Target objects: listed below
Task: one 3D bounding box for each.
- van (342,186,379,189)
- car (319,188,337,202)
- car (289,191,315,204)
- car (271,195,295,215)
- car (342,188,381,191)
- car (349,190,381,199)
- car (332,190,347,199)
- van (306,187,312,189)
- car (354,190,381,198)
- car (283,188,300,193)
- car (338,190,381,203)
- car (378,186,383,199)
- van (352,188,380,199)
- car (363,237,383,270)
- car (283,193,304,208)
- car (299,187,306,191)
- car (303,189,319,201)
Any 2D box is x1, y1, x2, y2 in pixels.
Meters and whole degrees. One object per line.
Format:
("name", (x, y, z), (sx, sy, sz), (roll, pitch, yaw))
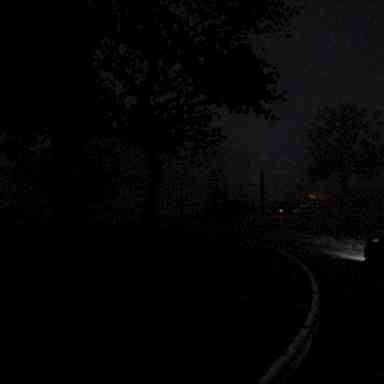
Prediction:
("van", (26.144, 0.546, 51.671), (4.442, 1.987, 1.878), (0, 1, 30))
("car", (22.919, 0.616, 55.178), (2.097, 1.767, 4.553), (0, 1, 29))
("car", (16.670, 0.985, 50.337), (2.033, 1.411, 5.357), (0, 1, 30))
("car", (8.660, 1.357, 31.917), (1.837, 1.490, 4.892), (0, 1, 18))
("car", (24.912, 0.711, 49.204), (4.553, 1.767, 2.185), (0, 1, 30))
("car", (32.962, 0.419, 63.371), (5.366, 1.575, 1.946), (0, 2, 32))
("car", (29.578, 0.447, 66.643), (2.128, 1.511, 4.902), (0, 2, 33))
("van", (29.060, -0.289, 86.956), (1.878, 1.987, 4.442), (0, 1, 37))
("car", (34.577, 0.385, 65.579), (4.674, 1.452, 2.002), (0, 2, 33))
("car", (22.820, 0.256, 77.968), (2.097, 1.535, 5.008), (0, 2, 34))
("car", (23.520, 0.900, 46.831), (4.892, 1.521, 2.231), (0, 1, 30))
("car", (27.622, 0.455, 53.988), (5.566, 2.045, 2.435), (0, 1, 30))
("van", (31.782, 0.272, 60.881), (4.442, 1.987, 1.878), (0, 1, 32))
("car", (5.690, 1.540, 7.868), (2.033, 1.411, 5.357), (0, 0, 14))
("car", (12.252, 1.213, 41.318), (1.994, 1.385, 4.181), (0, 1, 25))
("car", (25.901, 0.127, 82.513), (2.163, 1.488, 4.792), (0, 2, 36))
("car", (21.492, 0.684, 59.017), (1.882, 1.535, 5.008), (0, 1, 31))
